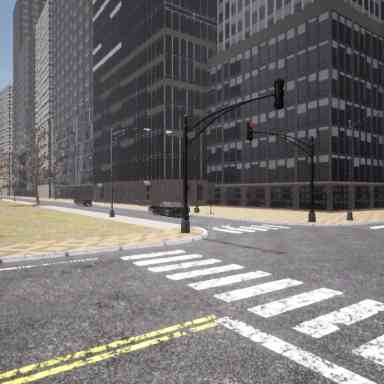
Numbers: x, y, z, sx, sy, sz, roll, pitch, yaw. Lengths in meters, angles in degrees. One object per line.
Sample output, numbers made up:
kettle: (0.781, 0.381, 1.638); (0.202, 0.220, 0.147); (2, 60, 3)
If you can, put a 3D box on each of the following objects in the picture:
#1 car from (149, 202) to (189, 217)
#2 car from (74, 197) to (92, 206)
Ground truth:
car: (-2.308, 1.603, 31.706); (1.895, 1.301, 4.718); (0, 0, -35)
car: (-17.582, 1.506, 53.491); (1.837, 1.490, 4.892); (0, 0, -35)
